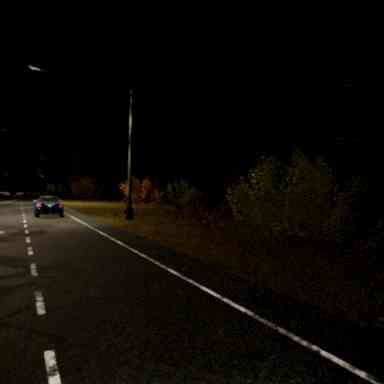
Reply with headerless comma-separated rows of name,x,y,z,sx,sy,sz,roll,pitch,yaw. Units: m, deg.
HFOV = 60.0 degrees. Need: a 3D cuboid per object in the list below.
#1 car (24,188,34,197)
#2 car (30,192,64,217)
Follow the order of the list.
car,-40.291,0.334,82.054,2.097,1.767,4.553,2,0,-28
car,-11.946,1.084,27.594,2.097,1.767,4.553,2,0,-28
